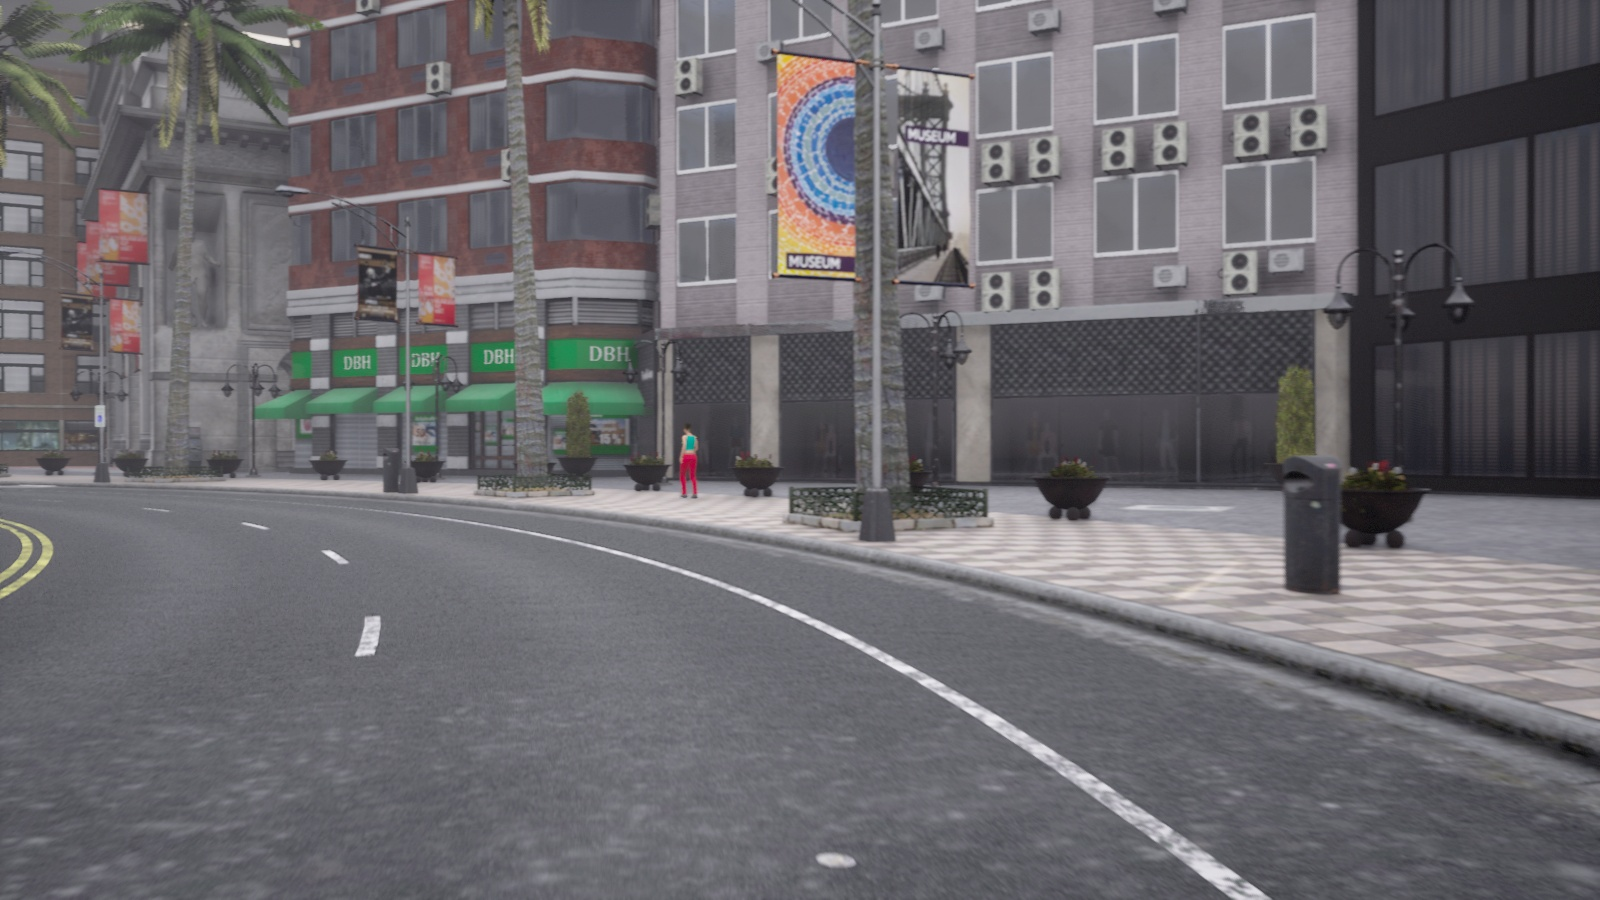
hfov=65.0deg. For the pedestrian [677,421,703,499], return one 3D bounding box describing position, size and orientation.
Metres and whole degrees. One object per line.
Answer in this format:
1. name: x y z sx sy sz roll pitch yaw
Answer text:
1. pedestrian: -2.640 0.234 30.159 0.345 1.836 0.594 0 0 -37
